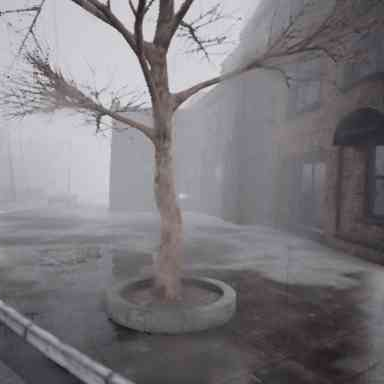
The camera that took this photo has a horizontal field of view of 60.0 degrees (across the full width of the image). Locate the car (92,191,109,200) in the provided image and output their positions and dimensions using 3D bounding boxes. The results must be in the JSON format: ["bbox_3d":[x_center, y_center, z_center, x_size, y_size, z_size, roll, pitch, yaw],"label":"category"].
[{"bbox_3d":[-17.746,0.584,65.236,2.097,1.767,4.553,2,0,9],"label":"car"}]

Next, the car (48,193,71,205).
[{"bbox_3d":[-17.159,0.872,43.788,1.812,1.442,4.674,2,0,8],"label":"car"}]
